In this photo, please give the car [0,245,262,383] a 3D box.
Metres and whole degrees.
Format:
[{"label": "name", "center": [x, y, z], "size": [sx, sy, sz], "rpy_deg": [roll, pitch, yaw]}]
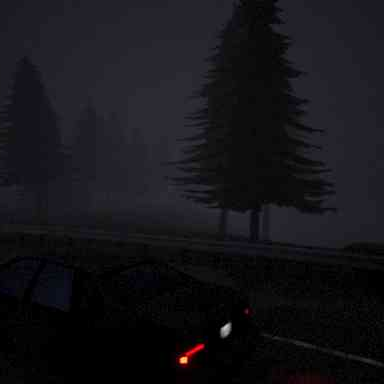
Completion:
[{"label": "car", "center": [-1.756, 1.535, 4.913], "size": [5.357, 1.411, 2.033], "rpy_deg": [0, 0, 32]}]
